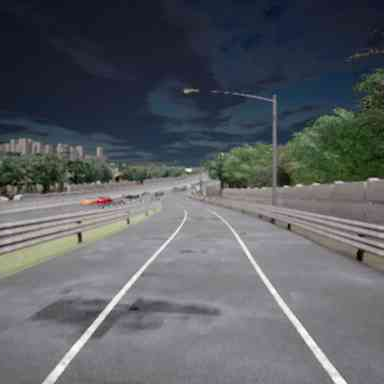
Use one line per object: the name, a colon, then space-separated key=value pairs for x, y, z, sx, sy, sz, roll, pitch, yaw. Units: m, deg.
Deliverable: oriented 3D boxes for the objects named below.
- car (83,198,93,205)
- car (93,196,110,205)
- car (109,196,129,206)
car: x=-24.041 y=2.109 z=79.310 sx=2.097 sy=1.767 sz=4.553 roll=1 pitch=2 yaw=9
car: x=-20.575 y=2.017 z=78.809 sx=2.150 sy=2.045 sz=5.566 roll=1 pitch=2 yaw=9
car: x=-17.126 y=2.386 z=78.236 sx=1.994 sy=1.385 sz=4.181 roll=1 pitch=2 yaw=9
